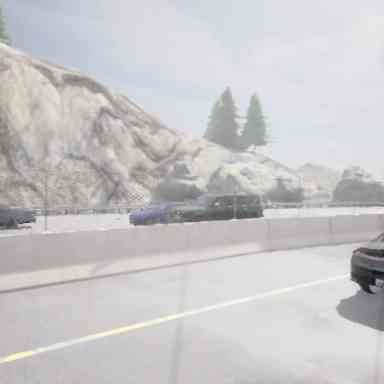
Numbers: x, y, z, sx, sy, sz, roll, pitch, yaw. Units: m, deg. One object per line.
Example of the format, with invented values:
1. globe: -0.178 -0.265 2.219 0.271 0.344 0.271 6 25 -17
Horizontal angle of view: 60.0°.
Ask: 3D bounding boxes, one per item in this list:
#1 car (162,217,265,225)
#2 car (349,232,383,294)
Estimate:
1. car: 1.312 1.080 17.415 5.566 2.045 2.150 0 1 -32
2. car: 5.547 1.476 7.410 4.902 1.511 2.128 0 1 -33
